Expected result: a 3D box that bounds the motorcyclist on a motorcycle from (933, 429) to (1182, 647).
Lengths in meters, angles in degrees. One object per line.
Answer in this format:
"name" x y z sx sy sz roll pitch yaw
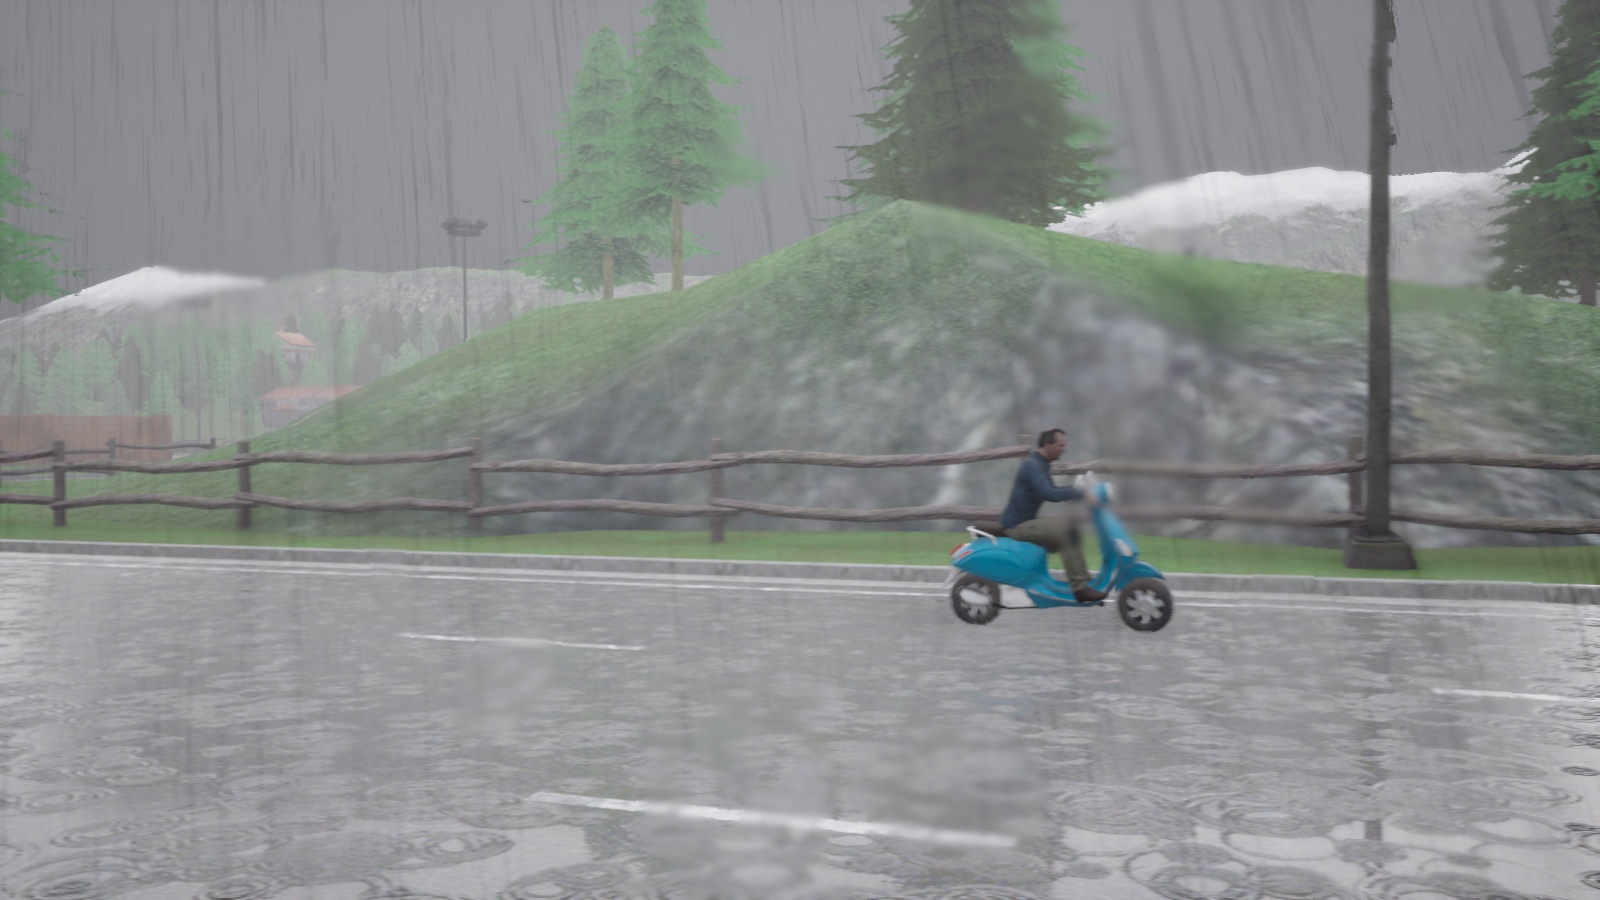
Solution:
"motorcyclist on a motorcycle" 2.039 0.634 9.891 1.817 1.590 0.866 0 1 19
